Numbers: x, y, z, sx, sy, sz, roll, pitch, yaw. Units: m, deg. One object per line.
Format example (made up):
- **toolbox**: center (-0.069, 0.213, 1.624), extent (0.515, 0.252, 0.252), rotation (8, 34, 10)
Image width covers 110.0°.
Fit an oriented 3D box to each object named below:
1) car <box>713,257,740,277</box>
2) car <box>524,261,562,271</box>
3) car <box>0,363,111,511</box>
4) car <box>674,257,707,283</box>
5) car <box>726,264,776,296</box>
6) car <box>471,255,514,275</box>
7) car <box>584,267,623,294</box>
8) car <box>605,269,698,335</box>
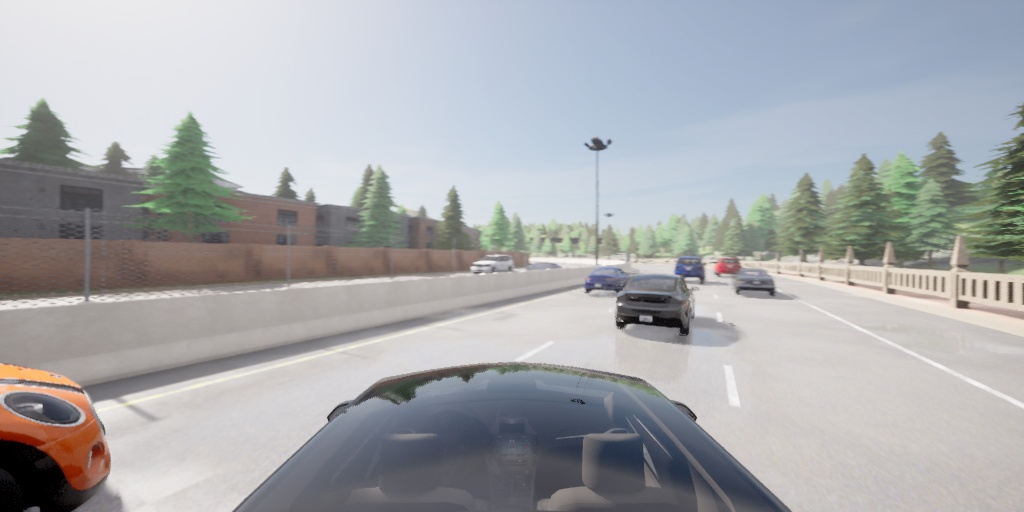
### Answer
- **car**: center (22.518, 1.167, 37.563), extent (2.150, 2.045, 5.566), rotation (1, 0, 25)
- **car**: center (2.934, 1.264, 30.446), extent (1.812, 1.442, 4.674), rotation (1, 0, 28)
- **car**: center (-4.836, 1.049, 1.228), extent (2.097, 1.767, 4.553), rotation (1, 0, 29)
- **car**: center (14.728, 1.091, 29.681), extent (2.150, 2.045, 5.566), rotation (1, 0, 29)
- **car**: center (13.761, 1.421, 20.620), extent (2.033, 1.411, 5.357), rotation (1, 0, 29)
- **car**: center (-1.842, 0.899, 36.282), extent (2.150, 2.045, 5.566), rotation (1, 0, 28)
- **car**: center (5.394, 1.307, 19.913), extent (1.812, 1.442, 4.674), rotation (1, 0, 29)
- **car**: center (4.426, 1.290, 10.857), extent (1.837, 1.490, 4.892), rotation (1, 0, 29)
